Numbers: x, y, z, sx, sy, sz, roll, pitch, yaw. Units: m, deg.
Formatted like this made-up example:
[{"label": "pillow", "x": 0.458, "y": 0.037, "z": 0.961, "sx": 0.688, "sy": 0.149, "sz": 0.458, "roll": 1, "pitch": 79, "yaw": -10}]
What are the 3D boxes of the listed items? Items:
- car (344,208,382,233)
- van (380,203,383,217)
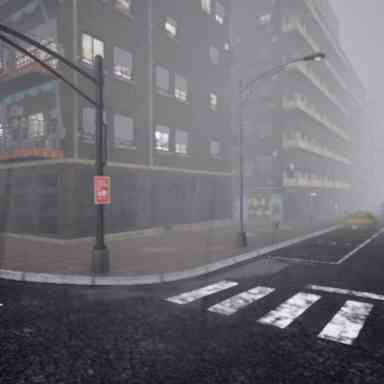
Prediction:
[{"label": "car", "x": 11.857, "y": 2.002, "z": 23.364, "sx": 1.752, "sy": 1.417, "sz": 4.829, "roll": -2, "pitch": -2, "yaw": 35}, {"label": "van", "x": 24.933, "y": 2.173, "z": 42.006, "sx": 1.690, "sy": 1.788, "sz": 3.998, "roll": -2, "pitch": -2, "yaw": 35}]
